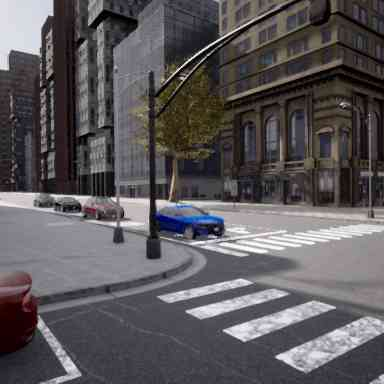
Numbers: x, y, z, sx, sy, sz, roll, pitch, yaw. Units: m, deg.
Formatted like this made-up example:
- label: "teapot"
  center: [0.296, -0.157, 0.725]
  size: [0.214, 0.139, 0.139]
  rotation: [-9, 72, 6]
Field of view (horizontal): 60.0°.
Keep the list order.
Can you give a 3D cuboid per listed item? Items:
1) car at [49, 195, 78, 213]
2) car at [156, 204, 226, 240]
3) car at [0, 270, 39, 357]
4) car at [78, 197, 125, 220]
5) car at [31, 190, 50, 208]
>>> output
- label: "car"
  center: [-13.148, 1.261, 34.961]
  size: [1.882, 1.535, 5.008]
  rotation: [-1, 1, -36]
- label: "car"
  center: [-0.346, 1.438, 17.309]
  size: [1.882, 1.535, 5.008]
  rotation: [-1, 1, -36]
- label: "car"
  center: [-4.175, 1.545, 3.660]
  size: [4.507, 1.381, 1.887]
  rotation: [0, -1, -36]
- label: "car"
  center: [-7.161, 1.217, 26.704]
  size: [2.097, 1.767, 4.553]
  rotation: [-1, 1, -36]
- label: "car"
  center: [-19.165, 1.053, 43.319]
  size: [2.097, 1.767, 4.553]
  rotation: [-1, 1, -35]
